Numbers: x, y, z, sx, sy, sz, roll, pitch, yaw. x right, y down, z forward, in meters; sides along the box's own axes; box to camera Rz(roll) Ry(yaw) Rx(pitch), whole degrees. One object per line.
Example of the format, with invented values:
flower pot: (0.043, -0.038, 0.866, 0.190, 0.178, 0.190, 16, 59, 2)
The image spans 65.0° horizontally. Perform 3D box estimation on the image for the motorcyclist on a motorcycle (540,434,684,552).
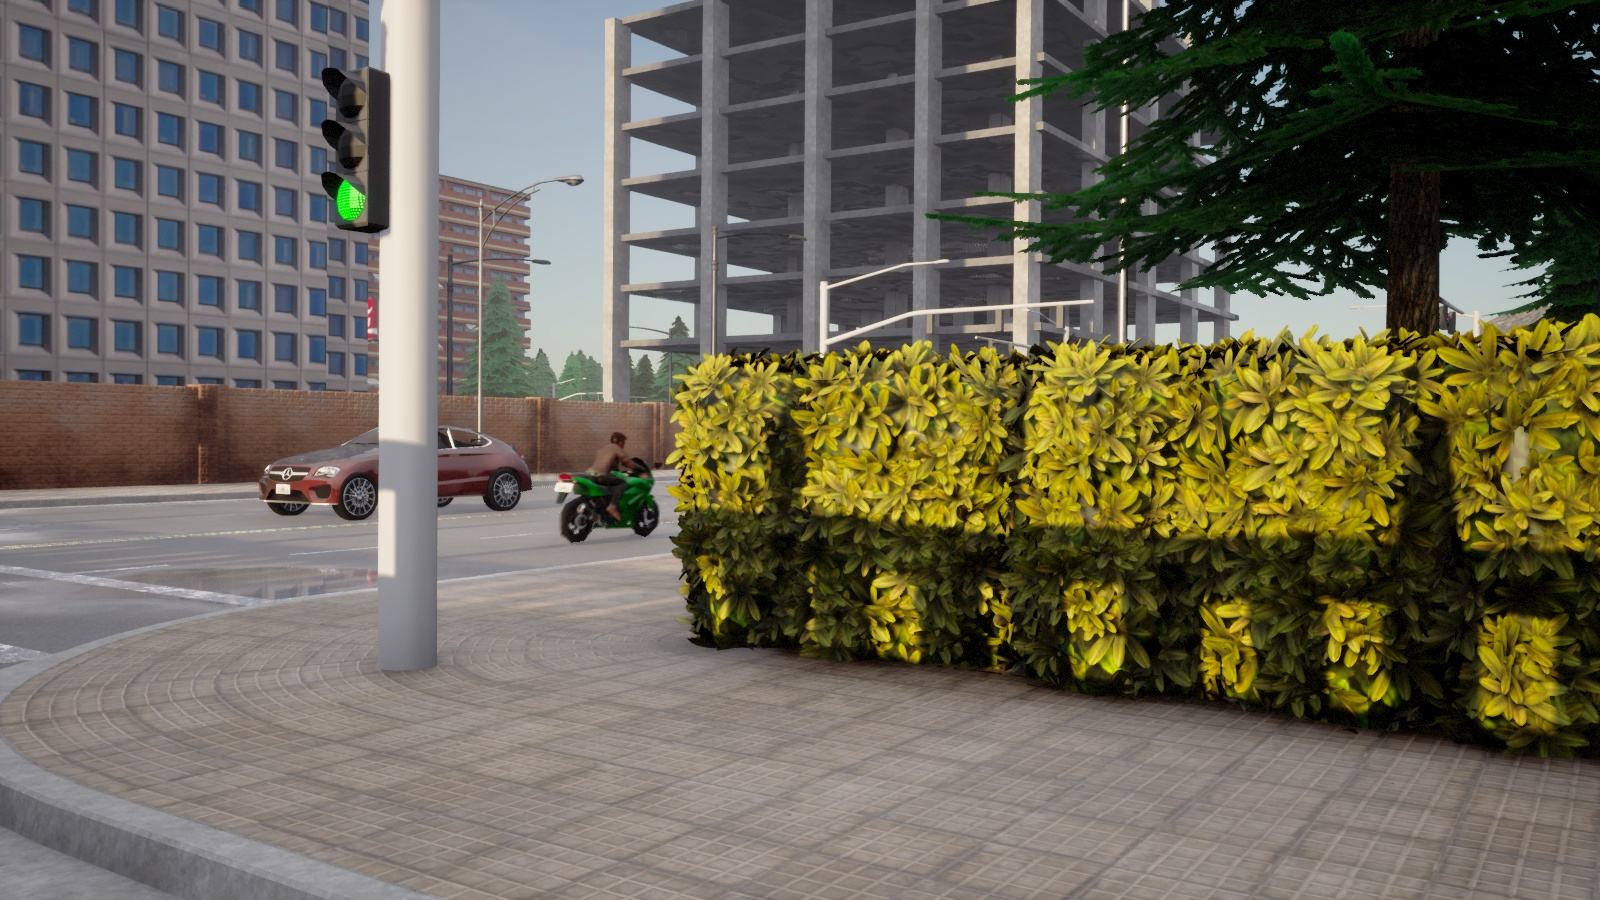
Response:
motorcyclist on a motorcycle: (-2.574, 0.554, 17.448, 0.797, 1.523, 2.044, 0, 1, 33)

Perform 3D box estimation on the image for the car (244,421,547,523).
car: (-7.250, 0.316, 23.069, 2.152, 1.651, 5.027, 0, 1, 33)
